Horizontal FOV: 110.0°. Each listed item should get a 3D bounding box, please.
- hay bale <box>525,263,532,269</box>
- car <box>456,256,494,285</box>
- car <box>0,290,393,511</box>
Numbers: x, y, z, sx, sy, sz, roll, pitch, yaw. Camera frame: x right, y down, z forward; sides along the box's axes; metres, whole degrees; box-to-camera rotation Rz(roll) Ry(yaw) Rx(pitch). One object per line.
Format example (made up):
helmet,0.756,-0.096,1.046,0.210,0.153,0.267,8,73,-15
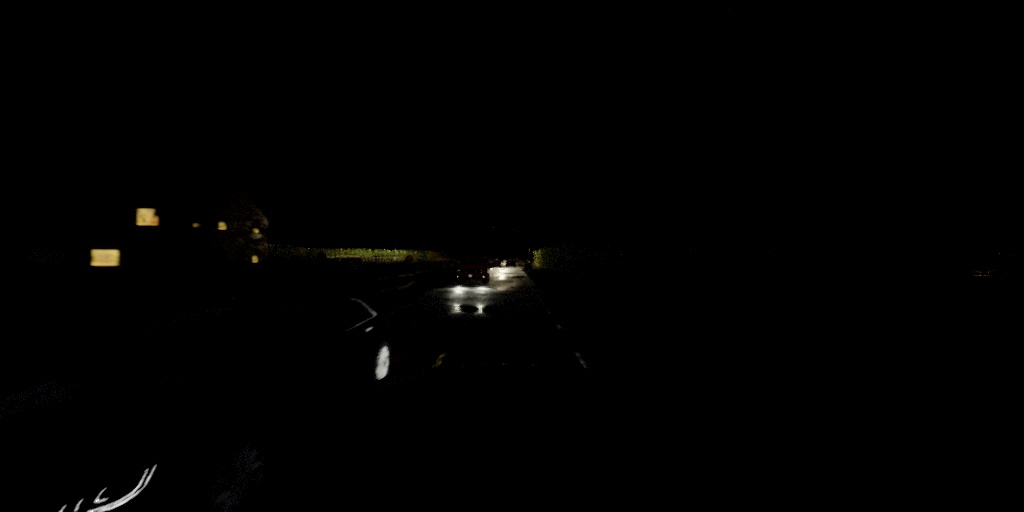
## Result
hay bale,2.894,1.700,64.142,1.220,1.180,1.240,0,0,0
car,-2.858,1.029,27.479,2.150,2.045,5.566,1,0,0
car,-2.836,1.222,4.030,1.837,1.490,4.892,1,0,0
